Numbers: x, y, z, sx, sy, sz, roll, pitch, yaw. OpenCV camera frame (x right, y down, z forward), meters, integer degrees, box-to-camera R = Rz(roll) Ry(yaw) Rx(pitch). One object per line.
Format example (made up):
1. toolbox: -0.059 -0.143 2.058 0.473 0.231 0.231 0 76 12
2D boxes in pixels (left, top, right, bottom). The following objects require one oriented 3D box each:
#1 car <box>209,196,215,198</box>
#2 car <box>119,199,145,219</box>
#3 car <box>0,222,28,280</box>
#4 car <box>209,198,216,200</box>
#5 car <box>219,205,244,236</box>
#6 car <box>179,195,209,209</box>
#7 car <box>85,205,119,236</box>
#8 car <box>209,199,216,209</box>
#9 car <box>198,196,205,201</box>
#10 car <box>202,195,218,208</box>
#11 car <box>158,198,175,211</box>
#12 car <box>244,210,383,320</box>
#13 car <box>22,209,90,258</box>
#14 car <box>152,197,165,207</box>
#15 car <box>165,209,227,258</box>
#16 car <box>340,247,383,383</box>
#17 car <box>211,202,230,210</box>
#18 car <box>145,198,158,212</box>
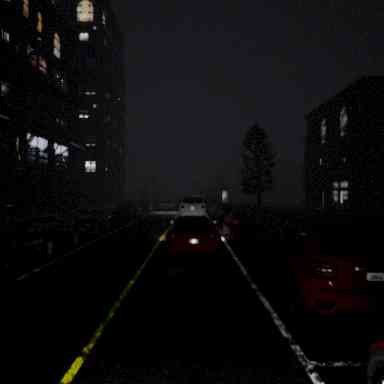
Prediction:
1. car: 2.677 1.645 46.199 1.752 1.417 4.829 0 0 0
2. car: -5.699 1.509 29.408 1.967 1.590 4.097 0 0 0
3. car: -5.692 1.579 7.254 1.947 1.339 4.313 0 0 0
4. car: 2.680 1.651 34.949 1.947 1.339 4.313 0 0 0
5. car: 2.685 1.619 18.332 1.802 1.307 4.206 0 0 0
6. car: 0.055 1.288 27.985 2.150 2.045 5.566 0 0 0
7. car: -5.695 1.588 18.330 2.008 1.369 4.403 0 0 0
8. car: 2.682 1.619 29.410 2.008 1.369 4.403 0 0 0
9. car: 2.661 1.850 95.059 2.008 1.369 4.403 0 0 0
10. car: 2.675 1.451 51.569 2.192 1.841 5.009 0 0 0
11. car: -3.108 1.632 41.816 1.812 1.442 4.674 0 0 0
12. car: 2.689 1.328 7.257 2.192 1.841 5.009 0 0 0
13. car: -5.693 1.575 12.791 2.008 1.369 4.403 0 0 0
14. car: -5.708 1.679 56.936 1.752 1.417 4.829 0 0 0
15. car: 0.060 1.588 12.894 1.994 1.385 4.181 0 0 0
16. car: 2.691 1.443 1.716 1.967 1.590 4.097 0 0 0
17. car: 2.683 1.618 23.872 1.947 1.339 4.313 0 0 0
18. car: -5.702 1.543 40.487 1.967 1.590 4.097 0 0 0
